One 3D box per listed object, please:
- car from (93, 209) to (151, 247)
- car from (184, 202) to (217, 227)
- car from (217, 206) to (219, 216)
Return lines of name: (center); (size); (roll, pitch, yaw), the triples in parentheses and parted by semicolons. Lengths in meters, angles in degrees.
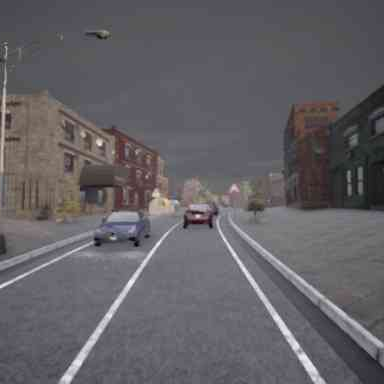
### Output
car: (-2.989, 1.541, 15.135); (1.812, 1.442, 4.674); (0, 0, 1)
car: (0.514, 1.641, 23.641); (2.163, 1.488, 4.792); (0, -1, 3)
car: (2.314, 2.082, 41.287); (2.033, 1.649, 4.856); (-1, -2, 8)
